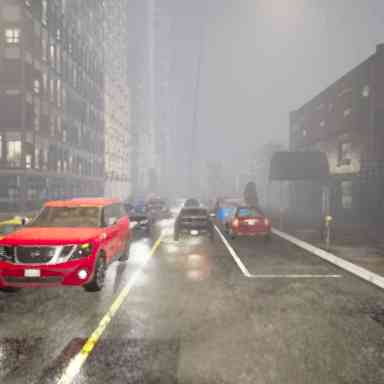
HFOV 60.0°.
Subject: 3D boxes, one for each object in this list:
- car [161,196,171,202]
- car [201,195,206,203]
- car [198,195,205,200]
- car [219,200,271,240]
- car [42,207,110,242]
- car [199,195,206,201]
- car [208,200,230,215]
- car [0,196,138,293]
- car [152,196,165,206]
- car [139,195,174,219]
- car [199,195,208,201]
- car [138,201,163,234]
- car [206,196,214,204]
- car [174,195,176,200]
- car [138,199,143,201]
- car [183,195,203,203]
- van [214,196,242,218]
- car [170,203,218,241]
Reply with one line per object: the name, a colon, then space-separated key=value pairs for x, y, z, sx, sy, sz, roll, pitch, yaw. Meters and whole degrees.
car: x=-5.675 y=1.494 z=73.394 sx=1.947 sy=1.339 sz=4.313 roll=-1 pitch=0 yaw=0
car: x=2.674 y=1.499 z=50.764 sx=2.008 sy=1.369 sz=4.403 roll=-1 pitch=0 yaw=0
car: x=2.670 y=1.438 z=90.442 sx=1.752 sy=1.417 sz=4.829 roll=-1 pitch=0 yaw=0
car: x=2.675 y=1.423 z=16.899 sx=1.967 sy=1.590 sz=4.097 roll=-1 pitch=0 yaw=0
car: x=-5.670 y=1.548 z=16.953 sx=1.947 sy=1.339 sz=4.313 roll=-1 pitch=0 yaw=0
car: x=2.671 y=1.500 z=84.628 sx=1.802 sy=1.307 sz=4.206 roll=-1 pitch=0 yaw=0
car: x=2.676 y=1.547 z=33.831 sx=1.802 sy=1.307 sz=4.206 roll=-1 pitch=0 yaw=0
car: x=-3.103 y=1.212 z=9.199 sx=2.150 sy=2.045 sz=5.566 roll=0 pitch=0 yaw=0
car: x=-5.674 y=1.469 z=56.292 sx=1.752 sy=1.417 sz=4.829 roll=-1 pitch=0 yaw=0
car: x=-3.001 y=1.322 z=28.886 sx=2.097 sy=1.767 sz=4.553 roll=0 pitch=0 yaw=0
car: x=2.671 y=1.468 z=78.984 sx=1.887 sy=1.381 sz=4.507 roll=-1 pitch=0 yaw=0
car: x=-3.078 y=1.472 z=18.954 sx=2.128 sy=1.511 sz=4.902 roll=0 pitch=0 yaw=0
car: x=2.672 y=1.286 z=28.187 sx=2.192 sy=1.841 sz=5.009 roll=-1 pitch=0 yaw=0
car: x=-5.678 y=1.358 z=84.682 sx=1.967 sy=1.590 sz=4.097 roll=-1 pitch=0 yaw=0
car: x=-5.671 y=1.537 z=28.242 sx=1.947 sy=1.339 sz=4.313 roll=-1 pitch=0 yaw=0
car: x=0.005 y=1.466 z=38.920 sx=1.837 sy=1.490 sz=4.892 roll=0 pitch=0 yaw=0
van: x=2.673 y=1.318 z=22.543 sx=1.690 sy=1.788 sz=3.998 roll=-1 pitch=0 yaw=0
car: x=0.099 y=1.487 z=16.662 sx=1.837 sy=1.490 sz=4.892 roll=0 pitch=0 yaw=0
